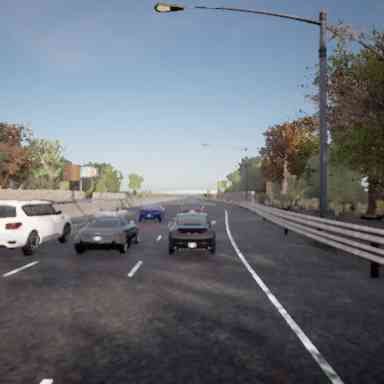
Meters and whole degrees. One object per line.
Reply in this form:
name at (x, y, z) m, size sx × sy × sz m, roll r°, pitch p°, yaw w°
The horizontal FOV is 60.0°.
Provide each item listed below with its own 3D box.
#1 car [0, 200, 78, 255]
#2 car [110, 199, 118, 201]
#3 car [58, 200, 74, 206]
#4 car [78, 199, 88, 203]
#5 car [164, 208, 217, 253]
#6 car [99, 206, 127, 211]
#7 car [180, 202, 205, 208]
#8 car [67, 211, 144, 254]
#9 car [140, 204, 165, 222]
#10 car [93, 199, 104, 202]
car at (-6.987, 1.358, 14.023) m, size 2.150 × 2.045 × 5.566 m, roll 0°, pitch 0°, yaw 0°
car at (-17.439, 2.333, 73.922) m, size 1.812 × 1.442 × 4.674 m, roll 0°, pitch -1°, yaw 0°
car at (-27.939, 2.403, 73.900) m, size 1.895 × 1.301 × 4.718 m, roll 0°, pitch -1°, yaw 0°
car at (-24.439, 2.333, 73.927) m, size 1.812 × 1.442 × 4.674 m, roll 0°, pitch -1°, yaw 0°
car at (0.016, 1.652, 14.291) m, size 1.837 × 1.490 × 4.892 m, roll 0°, pitch 0°, yaw 0°
car at (-6.974, 1.900, 29.102) m, size 1.895 × 1.301 × 4.718 m, roll 0°, pitch -1°, yaw 0°
car at (0.026, 1.649, 29.069) m, size 2.097 × 1.767 × 4.553 m, roll 0°, pitch -1°, yaw 0°
car at (-3.483, 1.708, 14.284) m, size 1.994 × 1.385 × 4.181 m, roll 0°, pitch -1°, yaw 0°
car at (-3.469, 1.781, 29.471) m, size 1.882 × 1.535 × 5.008 m, roll 0°, pitch 0°, yaw 0°
car at (-20.939, 2.333, 73.925) m, size 1.812 × 1.442 × 4.674 m, roll 0°, pitch -1°, yaw 0°
